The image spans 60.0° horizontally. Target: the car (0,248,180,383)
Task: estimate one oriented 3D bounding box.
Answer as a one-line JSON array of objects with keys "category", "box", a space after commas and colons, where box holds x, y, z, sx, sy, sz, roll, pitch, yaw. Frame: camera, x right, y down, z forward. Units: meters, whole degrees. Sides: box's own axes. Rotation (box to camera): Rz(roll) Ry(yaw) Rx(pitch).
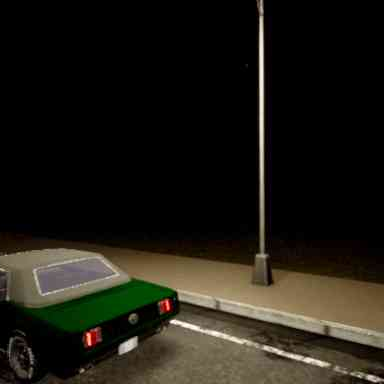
[{"category": "car", "box": [-2.589, 1.617, 5.411, 4.718, 1.301, 1.895, 0, 0, 36]}]
